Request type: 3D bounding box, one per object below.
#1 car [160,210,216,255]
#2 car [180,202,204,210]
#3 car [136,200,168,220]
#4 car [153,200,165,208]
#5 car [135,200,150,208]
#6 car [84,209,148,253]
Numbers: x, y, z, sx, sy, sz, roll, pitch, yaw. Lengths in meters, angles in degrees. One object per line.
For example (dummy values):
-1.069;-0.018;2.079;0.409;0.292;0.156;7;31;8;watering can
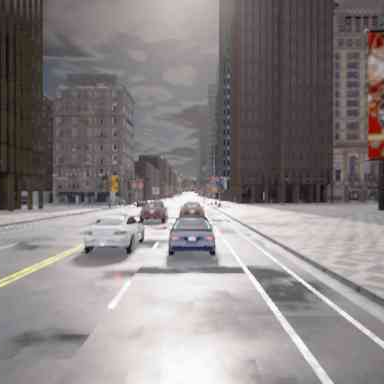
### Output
0.002;1.688;13.987;2.033;1.411;5.357;0;-1;0;car
0.003;1.663;29.075;2.097;1.767;4.553;0;-1;0;car
-3.246;1.663;29.079;2.097;1.767;4.553;0;-1;0;car
-6.505;2.313;65.366;1.812;1.442;4.674;0;-1;0;car
-9.749;2.338;65.756;2.033;1.411;5.357;0;-1;0;car
-3.243;1.670;14.392;1.812;1.442;4.674;0;0;0;car
